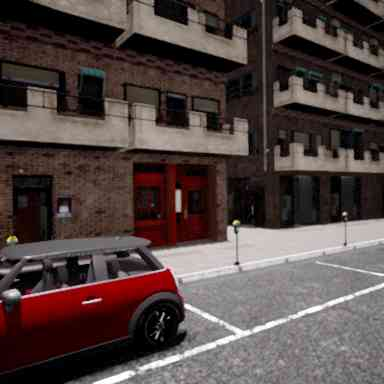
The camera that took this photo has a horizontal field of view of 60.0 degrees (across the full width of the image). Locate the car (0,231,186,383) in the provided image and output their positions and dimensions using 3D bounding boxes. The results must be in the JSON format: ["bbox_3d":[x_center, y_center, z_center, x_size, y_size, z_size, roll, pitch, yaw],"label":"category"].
[{"bbox_3d":[-2.180,1.436,4.557,4.097,1.590,1.967,0,0,-36],"label":"car"}]
